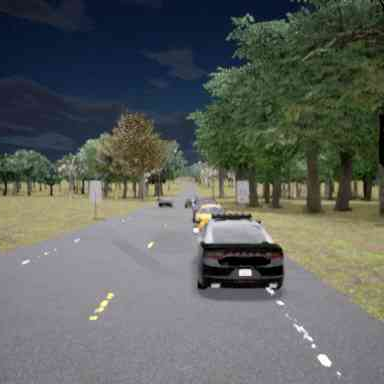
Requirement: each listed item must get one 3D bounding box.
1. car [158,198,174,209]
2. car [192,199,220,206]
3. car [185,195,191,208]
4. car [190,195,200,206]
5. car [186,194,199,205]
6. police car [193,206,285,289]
[{"bbox_3d":[-3.516,1.516,44.866,1.895,1.301,4.718,0,0,0],"label":"car"},{"bbox_3d":[1.083,1.399,19.274,1.801,1.575,5.366,0,0,0],"label":"car"},{"bbox_3d":[0.109,1.269,46.027,2.097,1.767,4.553,0,0,1],"label":"car"},{"bbox_3d":[1.091,1.281,25.059,2.097,1.767,4.553,0,0,0],"label":"car"},{"bbox_3d":[0.104,1.293,58.605,2.097,1.767,4.553,0,0,0],"label":"car"},{"bbox_3d":[1.064,1.395,9.191,1.930,1.638,5.238,0,0,0],"label":"police car"}]
